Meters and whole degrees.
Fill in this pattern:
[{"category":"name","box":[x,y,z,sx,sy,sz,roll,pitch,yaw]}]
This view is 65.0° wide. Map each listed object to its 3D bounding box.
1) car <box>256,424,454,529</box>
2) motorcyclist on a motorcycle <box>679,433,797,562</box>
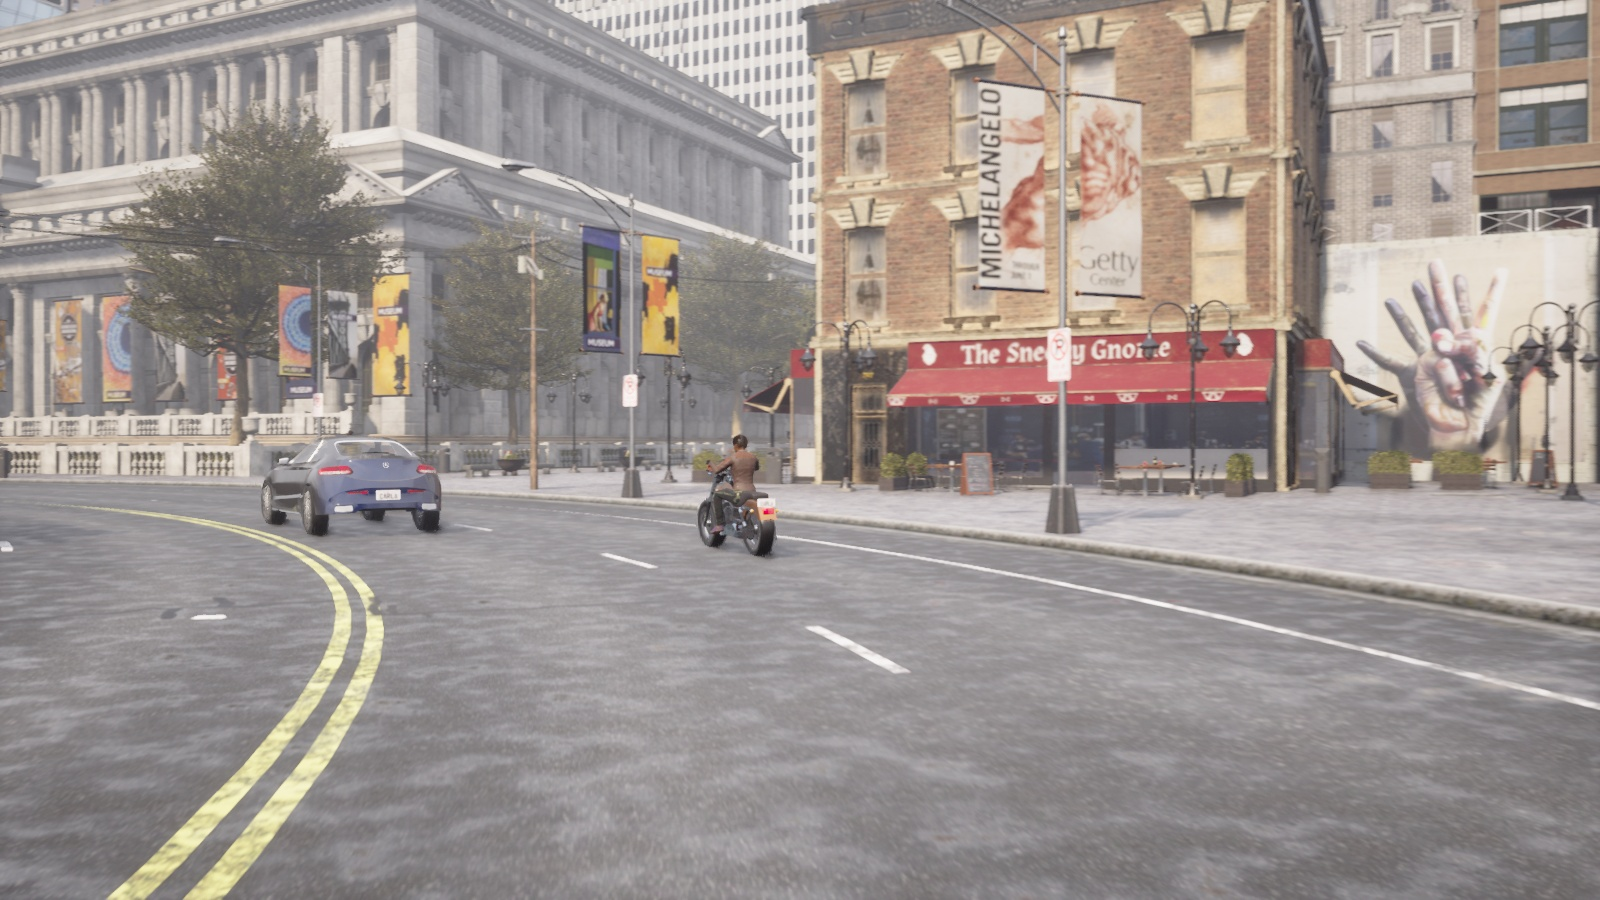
[{"category":"car","box":[-8.045,0.401,22.387,2.152,1.651,5.027,0,0,-34]},{"category":"motorcyclist on a motorcycle","box":[-0.891,0.600,17.194,0.766,1.649,2.350,0,0,-25]}]
